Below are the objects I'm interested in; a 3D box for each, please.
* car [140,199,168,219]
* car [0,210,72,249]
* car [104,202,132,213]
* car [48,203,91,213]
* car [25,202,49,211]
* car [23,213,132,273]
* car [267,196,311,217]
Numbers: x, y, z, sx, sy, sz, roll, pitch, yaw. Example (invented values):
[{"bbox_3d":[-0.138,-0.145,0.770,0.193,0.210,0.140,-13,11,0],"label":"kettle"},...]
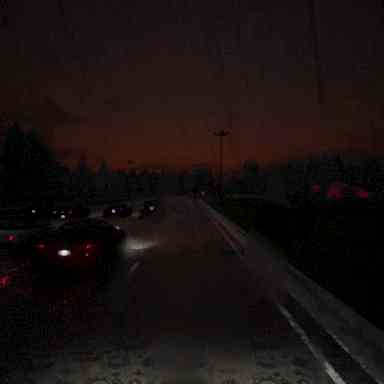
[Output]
[{"bbox_3d":[-3.396,1.443,30.332,2.097,1.767,4.553,0,0,0],"label":"car"},{"bbox_3d":[-6.898,1.643,13.798,1.895,1.301,4.718,0,0,0],"label":"car"},{"bbox_3d":[-6.895,1.658,31.244,1.994,1.385,4.181,0,0,0],"label":"car"},{"bbox_3d":[-10.395,1.688,29.024,1.895,1.301,4.718,0,0,0],"label":"car"},{"bbox_3d":[-13.895,1.658,31.182,1.994,1.385,4.181,0,0,0],"label":"car"},{"bbox_3d":[-3.401,1.597,10.867,1.994,1.385,4.181,0,0,0],"label":"car"},{"bbox_3d":[8.927,1.304,30.420,3.866,1.878,1.905,0,0,0],"label":"car"}]
